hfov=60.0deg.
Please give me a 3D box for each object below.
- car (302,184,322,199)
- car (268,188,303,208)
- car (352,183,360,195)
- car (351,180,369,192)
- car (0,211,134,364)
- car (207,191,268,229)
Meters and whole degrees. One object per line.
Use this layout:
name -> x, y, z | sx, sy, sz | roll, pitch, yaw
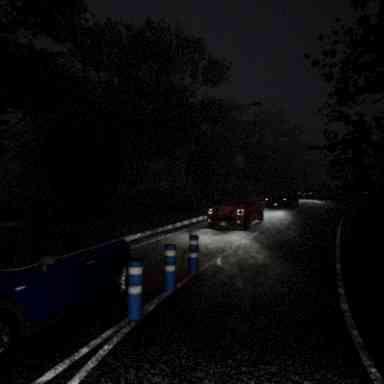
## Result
car -> 13.307, -0.072, 37.540 | 1.837, 1.490, 4.892 | 0, 3, 33
car -> 7.833, 0.568, 28.619 | 1.895, 1.301, 4.718 | 0, 3, 31
car -> 19.738, -0.401, 40.802 | 2.128, 1.511, 4.902 | 0, 3, 32
car -> 25.010, -0.928, 49.465 | 2.128, 1.511, 4.902 | 0, 3, 30
car -> -2.891, 1.285, 5.680 | 2.097, 1.767, 4.553 | 1, 1, 21
car -> 2.507, 0.898, 18.501 | 2.097, 1.767, 4.553 | 0, 3, 26
